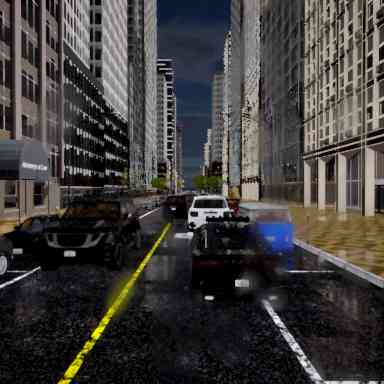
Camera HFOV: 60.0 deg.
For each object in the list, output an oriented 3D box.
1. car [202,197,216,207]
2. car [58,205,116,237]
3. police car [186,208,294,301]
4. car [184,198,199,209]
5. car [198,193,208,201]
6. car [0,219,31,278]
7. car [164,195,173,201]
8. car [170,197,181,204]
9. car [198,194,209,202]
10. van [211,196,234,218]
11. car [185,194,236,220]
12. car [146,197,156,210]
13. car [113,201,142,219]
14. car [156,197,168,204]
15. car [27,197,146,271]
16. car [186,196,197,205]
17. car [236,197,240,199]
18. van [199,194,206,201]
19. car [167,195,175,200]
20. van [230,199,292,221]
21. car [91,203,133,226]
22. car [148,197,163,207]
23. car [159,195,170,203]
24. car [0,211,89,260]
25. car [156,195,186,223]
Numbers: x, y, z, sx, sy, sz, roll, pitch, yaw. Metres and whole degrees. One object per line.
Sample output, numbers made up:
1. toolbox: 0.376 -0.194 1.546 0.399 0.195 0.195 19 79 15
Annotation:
1. car: 2.637 1.538 52.843 2.008 1.369 4.403 -1 0 0
2. car: -5.715 1.540 18.735 1.887 1.381 4.507 -1 0 0
3. police car: 0.891 1.423 8.513 1.930 1.638 5.238 0 0 0
4. car: -0.027 1.553 45.684 1.994 1.385 4.181 0 0 1
5. car: 2.611 1.293 81.262 2.192 1.841 5.009 -1 0 0
6. car: -5.706 1.549 7.367 2.008 1.369 4.403 -1 0 0
7. car: -5.767 1.503 81.085 1.752 1.417 4.829 -1 0 0
8. car: -3.052 1.584 62.829 1.895 1.301 4.718 0 0 0
9. car: 2.615 1.295 75.578 2.192 1.841 5.009 -1 0 0
10. van: 2.654 1.334 30.109 1.690 1.788 3.998 -1 0 0
11. car: 0.883 1.220 18.434 2.150 2.045 5.566 0 0 0
12. car: -5.735 1.541 41.469 2.008 1.369 4.403 -1 0 0
13. car: -5.725 1.575 30.102 1.802 1.307 4.206 -1 0 0
14. car: -5.753 1.565 64.204 1.802 1.307 4.206 -1 0 0
15. car: -3.112 1.219 11.232 2.150 2.045 5.566 0 0 0
16. car: -0.052 1.511 59.413 1.812 1.442 4.674 0 0 0
17. car: 2.658 1.309 24.425 2.192 1.841 5.009 -1 0 0
18. van: 2.606 1.317 86.946 1.690 1.788 3.998 -1 0 0
19. car: -5.777 1.539 92.622 1.947 1.339 4.313 -1 0 0
20. van: 2.668 1.338 13.058 1.690 1.788 3.998 -1 0 0
21. car: -5.721 1.545 24.418 2.008 1.369 4.403 -1 0 0
22. car: -5.744 1.538 52.836 2.008 1.369 4.403 -1 0 0
23. car: -5.759 1.422 69.887 1.967 1.590 4.097 -1 0 0
24. car: -5.710 1.563 13.051 1.947 1.339 4.313 -1 0 0
25. car: -0.165 1.214 24.787 2.150 2.045 5.566 -1 0 24
